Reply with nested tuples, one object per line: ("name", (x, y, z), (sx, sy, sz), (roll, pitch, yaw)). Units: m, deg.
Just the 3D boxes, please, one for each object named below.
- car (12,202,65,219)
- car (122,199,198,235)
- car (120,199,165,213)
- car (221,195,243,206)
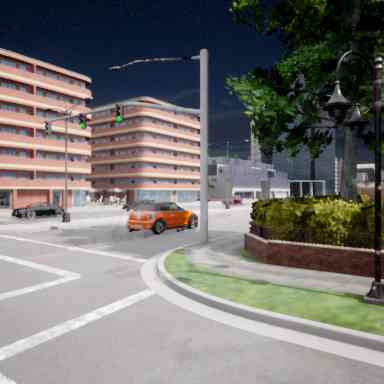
("car", (-13.265, 1.562, 28.911), (1.994, 1.385, 4.181), (0, 0, 36))
("car", (-1.568, 1.350, 19.317), (2.097, 1.767, 4.553), (0, 0, 36))
("car", (-5.751, 1.546, 39.286), (2.033, 1.411, 5.357), (0, 0, 36))
("car", (6.739, 1.349, 56.402), (2.097, 1.767, 4.553), (0, 0, 36))
